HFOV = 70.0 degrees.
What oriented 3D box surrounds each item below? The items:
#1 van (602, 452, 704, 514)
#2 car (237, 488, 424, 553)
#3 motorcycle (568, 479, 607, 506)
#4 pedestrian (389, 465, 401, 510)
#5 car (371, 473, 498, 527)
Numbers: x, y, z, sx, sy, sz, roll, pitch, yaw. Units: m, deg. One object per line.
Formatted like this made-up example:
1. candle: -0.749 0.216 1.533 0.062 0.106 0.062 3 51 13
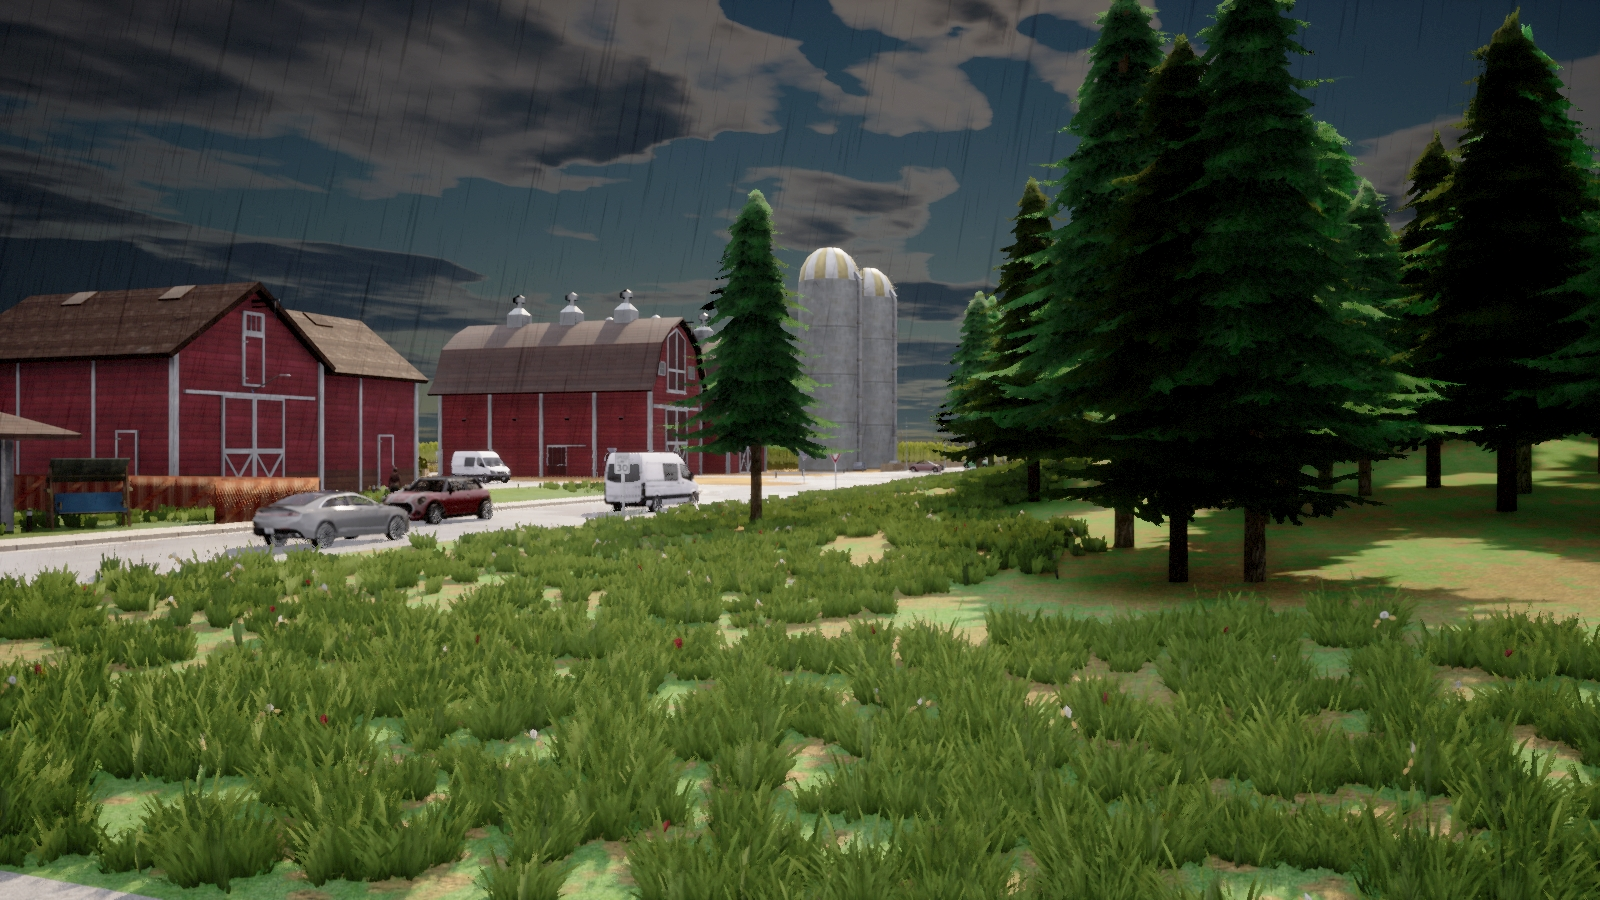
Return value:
1. van: -6.430 1.394 50.691 1.988 2.561 5.915 0 0 20
2. car: -13.117 1.907 32.293 2.128 1.511 4.902 0 0 20
3. motorcycle: -10.464 2.065 56.254 0.867 1.251 2.209 0 0 20
4. pedestrian: -16.903 1.555 47.678 0.375 1.860 0.375 0 0 -4
5. car: -13.331 1.765 41.959 2.097 1.767 4.553 0 0 20
